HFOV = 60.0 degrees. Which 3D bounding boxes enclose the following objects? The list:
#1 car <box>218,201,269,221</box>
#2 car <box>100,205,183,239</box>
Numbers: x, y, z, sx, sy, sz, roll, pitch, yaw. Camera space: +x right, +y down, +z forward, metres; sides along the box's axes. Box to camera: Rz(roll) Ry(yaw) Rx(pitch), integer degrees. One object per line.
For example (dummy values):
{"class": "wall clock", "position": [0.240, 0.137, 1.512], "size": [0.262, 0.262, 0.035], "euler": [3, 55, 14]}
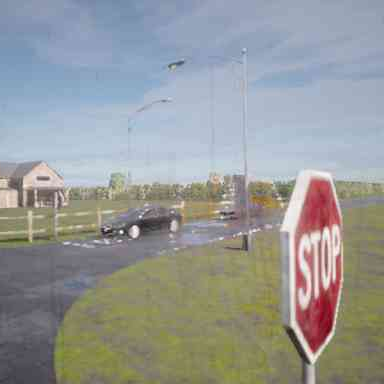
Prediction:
{"class": "car", "position": [4.182, 1.393, 26.186], "size": [2.033, 1.411, 5.357], "euler": [-1, 0, 37]}
{"class": "car", "position": [-2.507, 1.486, 17.401], "size": [1.837, 1.490, 4.892], "euler": [-1, 0, 39]}
